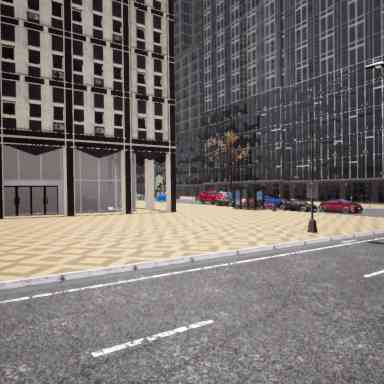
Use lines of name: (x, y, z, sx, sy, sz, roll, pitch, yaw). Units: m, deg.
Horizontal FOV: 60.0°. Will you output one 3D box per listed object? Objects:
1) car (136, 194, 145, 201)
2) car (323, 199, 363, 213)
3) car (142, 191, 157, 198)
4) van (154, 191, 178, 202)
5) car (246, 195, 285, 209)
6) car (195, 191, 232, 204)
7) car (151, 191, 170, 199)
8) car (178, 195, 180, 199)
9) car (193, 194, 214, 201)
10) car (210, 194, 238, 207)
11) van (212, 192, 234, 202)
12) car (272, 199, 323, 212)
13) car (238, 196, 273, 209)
car: (-11.129, 1.041, 68.340, 2.008, 1.369, 4.403, 0, 1, -34)
car: (15.238, 1.408, 34.195, 1.994, 1.385, 4.181, -1, 1, -34)
car: (-10.598, 0.687, 82.449, 1.967, 1.590, 4.097, 0, 1, -34)
van: (-4.732, 0.938, 58.941, 1.690, 1.788, 3.998, 0, 1, -34)
car: (9.350, 1.227, 42.848, 1.882, 1.535, 5.008, -1, 1, -34)
car: (3.364, 0.874, 51.652, 2.150, 2.045, 5.566, -1, 1, -34)
car: (-7.400, 0.616, 77.750, 2.192, 1.841, 5.009, 0, 1, -34)
car: (-4.201, 0.937, 73.055, 1.802, 1.307, 4.206, 0, 1, -34)
car: (2.196, 1.044, 63.658, 1.802, 1.307, 4.206, 0, 1, -34)
car: (4.818, 1.320, 44.820, 1.947, 1.339, 4.313, 0, 1, -34)
van: (5.393, 0.856, 58.957, 1.690, 1.788, 3.998, 0, 1, -34)
car: (11.152, 1.424, 35.380, 1.947, 1.339, 4.313, 0, 1, -34)
car: (7.968, 1.388, 40.090, 1.802, 1.307, 4.206, 0, 1, -34)
